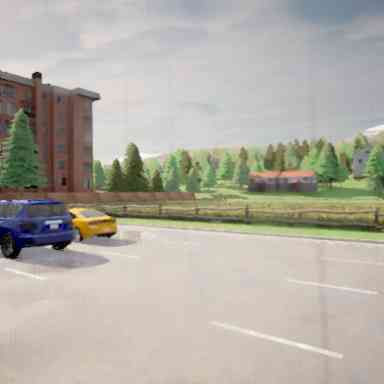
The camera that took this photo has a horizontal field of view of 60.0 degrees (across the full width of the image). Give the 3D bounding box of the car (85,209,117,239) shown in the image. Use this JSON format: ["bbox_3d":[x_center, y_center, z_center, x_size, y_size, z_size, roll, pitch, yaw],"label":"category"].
[{"bbox_3d":[-5.953,1.576,16.829,5.008,1.535,1.882,0,0,35],"label":"car"}]

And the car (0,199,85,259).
[{"bbox_3d":[-7.050,1.314,13.316,5.566,2.045,2.150,0,0,35],"label":"car"}]
